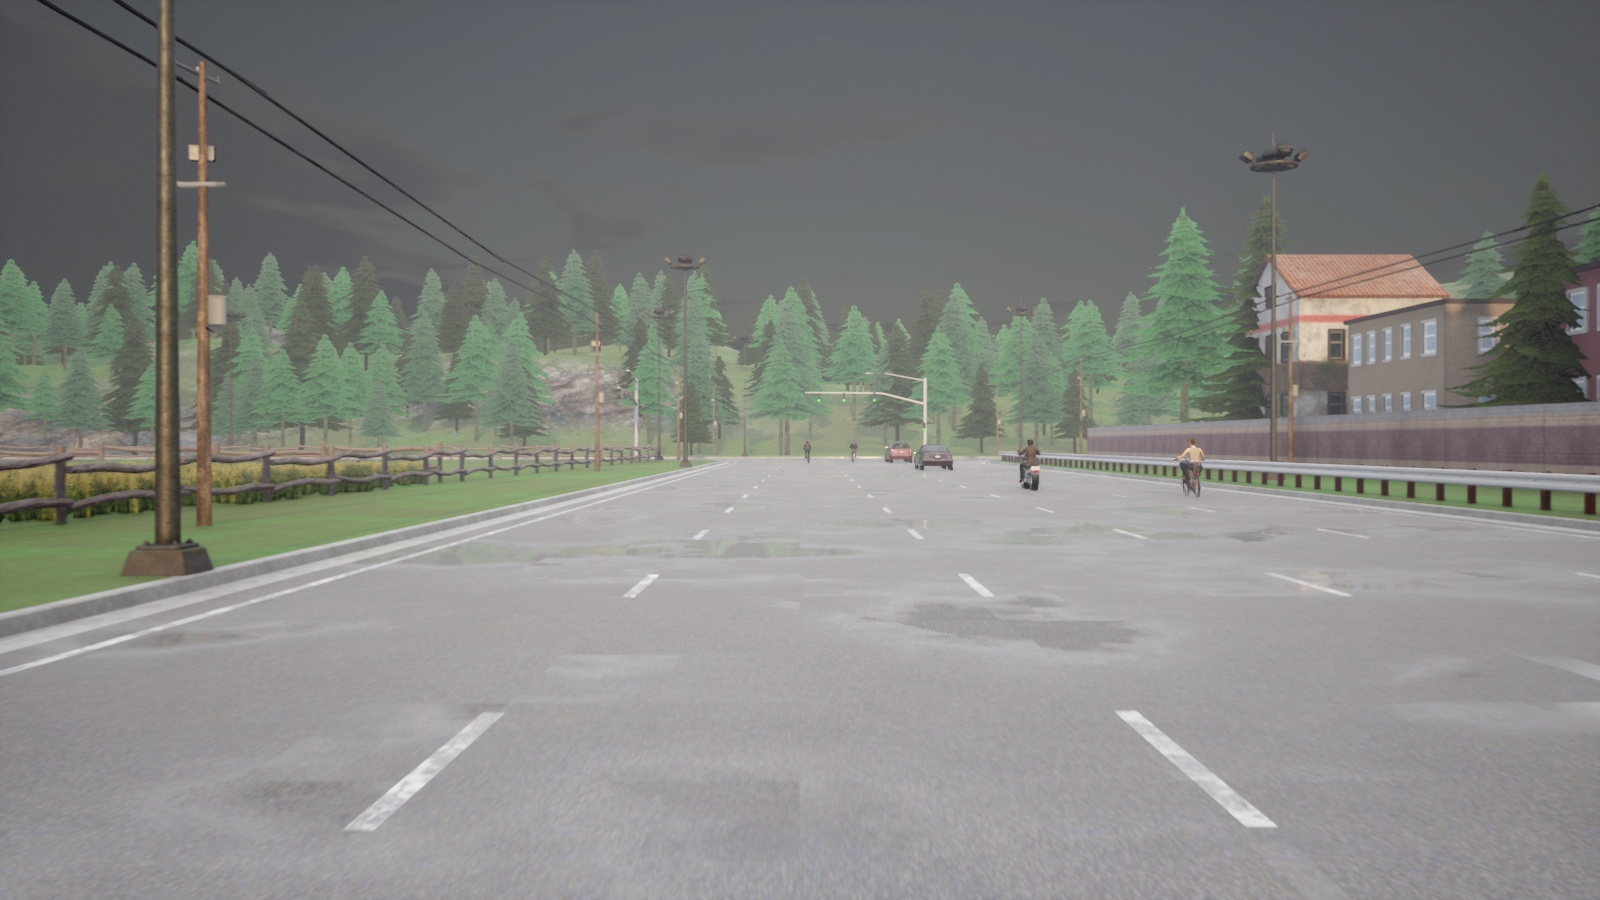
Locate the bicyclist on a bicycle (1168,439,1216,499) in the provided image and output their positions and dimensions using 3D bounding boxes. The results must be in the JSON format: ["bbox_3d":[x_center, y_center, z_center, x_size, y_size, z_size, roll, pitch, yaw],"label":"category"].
[{"bbox_3d":[10.707,0.498,34.355,0.866,1.612,1.509,0,0,1],"label":"bicyclist on a bicycle"}]

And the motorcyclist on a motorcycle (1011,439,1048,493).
[{"bbox_3d":[7.242,0.479,39.716,0.766,1.649,2.350,0,0,0],"label":"motorcyclist on a motorcycle"}]

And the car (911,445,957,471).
[{"bbox_3d":[7.415,0.406,69.957,2.033,1.411,5.357,0,0,0],"label":"car"}]

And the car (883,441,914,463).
[{"bbox_3d":[7.420,0.114,95.124,1.851,1.617,3.988,0,0,-3],"label":"car"}]
